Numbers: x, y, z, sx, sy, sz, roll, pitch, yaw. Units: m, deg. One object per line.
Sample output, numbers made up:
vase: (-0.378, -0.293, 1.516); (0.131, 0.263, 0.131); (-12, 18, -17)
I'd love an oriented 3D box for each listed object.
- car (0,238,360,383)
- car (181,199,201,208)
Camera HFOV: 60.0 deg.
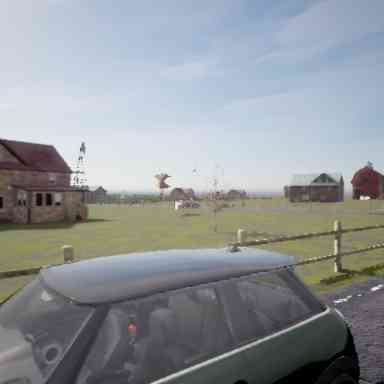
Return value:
car: (-0.697, 1.355, 2.607); (4.553, 1.767, 2.097); (0, 0, -36)
car: (-0.333, 2.247, 65.439); (4.553, 1.767, 2.097); (-1, -1, 44)
